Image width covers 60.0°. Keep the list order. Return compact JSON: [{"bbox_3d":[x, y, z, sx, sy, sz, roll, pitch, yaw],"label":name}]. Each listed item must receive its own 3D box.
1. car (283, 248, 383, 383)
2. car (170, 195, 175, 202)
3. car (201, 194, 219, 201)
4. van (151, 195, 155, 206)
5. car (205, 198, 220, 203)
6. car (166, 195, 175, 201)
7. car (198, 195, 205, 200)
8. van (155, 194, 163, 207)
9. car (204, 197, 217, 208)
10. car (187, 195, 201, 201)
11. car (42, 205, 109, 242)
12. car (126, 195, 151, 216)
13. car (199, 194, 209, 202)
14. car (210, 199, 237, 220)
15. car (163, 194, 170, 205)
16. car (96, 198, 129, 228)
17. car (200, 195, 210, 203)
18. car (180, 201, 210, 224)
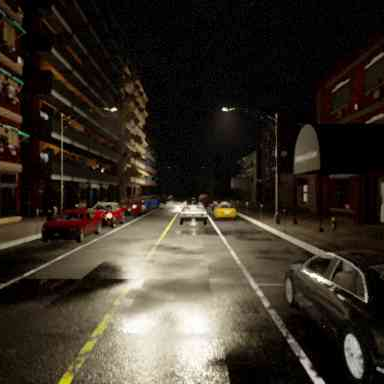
[{"bbox_3d":[2.691,1.548,5.136,2.008,1.369,4.403,0,0,0],"label":"car"},{"bbox_3d":[-5.701,1.604,77.147,1.947,1.339,4.313,0,0,0],"label":"car"},{"bbox_3d":[2.686,1.316,43.911,2.192,1.841,5.009,0,0,0],"label":"car"},{"bbox_3d":[-5.694,1.339,38.371,1.690,1.788,3.998,0,0,0],"label":"van"},{"bbox_3d":[2.686,1.546,32.832,2.008,1.369,4.403,0,0,0],"label":"car"},{"bbox_3d":[-5.703,1.607,88.223,2.008,1.369,4.403,0,0,0],"label":"car"},{"bbox_3d":[2.676,1.635,93.764,1.947,1.339,4.313,0,0,0],"label":"car"},{"bbox_3d":[-5.697,1.347,49.449,1.690,1.788,3.998,0,0,0],"label":"van"},{"bbox_3d":[2.684,1.531,49.620,1.752,1.417,4.829,0,0,0],"label":"car"},{"bbox_3d":[0.093,1.550,45.863,2.033,1.411,5.357,0,0,0],"label":"car"},{"bbox_3d":[-5.691,1.540,16.214,1.887,1.381,4.507,0,0,0],"label":"car"},{"bbox_3d":[-5.693,1.311,32.831,2.192,1.841,5.009,0,0,0],"label":"car"},{"bbox_3d":[2.680,1.353,77.149,2.192,1.841,5.009,0,0,0],"label":"car"},{"bbox_3d":[2.687,1.520,27.463,1.752,1.417,4.829,0,0,0],"label":"car"},{"bbox_3d":[-5.698,1.332,60.528,2.192,1.841,5.009,0,0,0],"label":"car"},{"bbox_3d":[-5.692,1.435,21.752,1.967,1.590,4.097,0,0,0],"label":"car"},{"bbox_3d":[2.681,1.471,71.608,1.967,1.590,4.097,0,0,0],"label":"car"},{"bbox_3d":[0.096,1.595,24.478,1.895,1.301,4.718,0,0,0],"label":"car"}]
